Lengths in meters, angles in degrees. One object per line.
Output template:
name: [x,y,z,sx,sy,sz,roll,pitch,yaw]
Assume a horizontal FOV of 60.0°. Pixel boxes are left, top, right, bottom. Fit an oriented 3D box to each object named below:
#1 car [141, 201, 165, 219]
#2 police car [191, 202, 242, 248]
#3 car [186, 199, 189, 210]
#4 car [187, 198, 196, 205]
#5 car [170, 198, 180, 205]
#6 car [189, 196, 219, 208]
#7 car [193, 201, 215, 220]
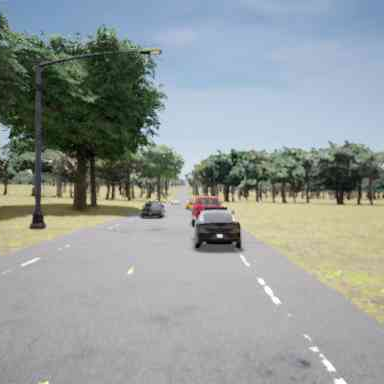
car: [-3.592,1.637,31.196,1.882,1.535,5.008,0,-1,0]
police car: [1.051,1.467,15.153,1.930,1.638,5.238,0,0,0]
car: [0.010,1.840,50.272,1.882,1.535,5.008,0,0,0]
car: [-0.070,1.928,70.261,1.812,1.442,4.674,0,-1,0]
car: [-3.586,2.103,72.045,1.812,1.442,4.674,0,-1,0]
car: [1.053,1.330,25.078,2.150,2.045,5.566,0,0,0]
car: [1.053,1.636,31.049,1.882,1.535,5.008,0,-1,0]
